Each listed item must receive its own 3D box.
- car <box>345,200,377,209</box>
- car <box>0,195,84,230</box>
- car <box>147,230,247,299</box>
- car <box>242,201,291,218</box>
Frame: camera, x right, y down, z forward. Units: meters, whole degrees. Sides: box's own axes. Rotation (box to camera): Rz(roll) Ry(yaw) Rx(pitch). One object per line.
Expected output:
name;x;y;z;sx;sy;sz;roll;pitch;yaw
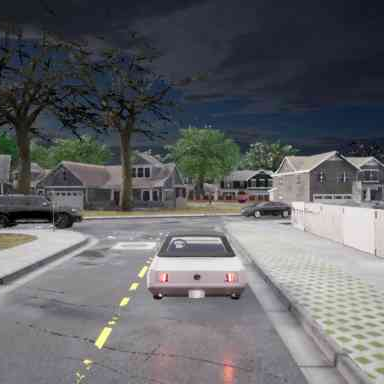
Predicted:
car;16.139;1.596;33.323;4.892;1.490;1.837;0;0;-17
car;-9.434;1.181;19.942;5.566;2.045;2.150;0;-1;-12
car;0.097;1.602;8.374;1.895;1.301;4.718;0;0;0
car;6.781;1.554;30.147;4.892;1.490;1.837;0;0;-19
